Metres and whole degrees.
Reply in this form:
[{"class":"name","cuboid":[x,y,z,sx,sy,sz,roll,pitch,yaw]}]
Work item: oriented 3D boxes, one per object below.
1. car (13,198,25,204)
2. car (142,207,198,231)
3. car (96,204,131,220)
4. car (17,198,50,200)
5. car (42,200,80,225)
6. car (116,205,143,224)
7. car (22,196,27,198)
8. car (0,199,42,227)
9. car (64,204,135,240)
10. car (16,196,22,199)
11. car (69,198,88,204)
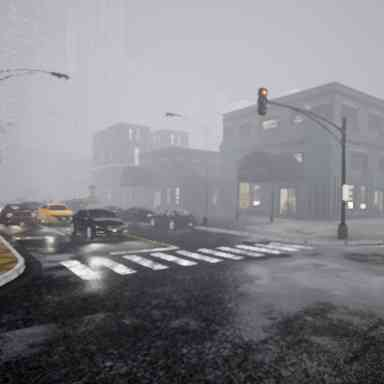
[{"class":"car","cuboid":[-43.130,2.176,82.882,2.008,1.369,4.403,1,-1,-35]},{"class":"car","cuboid":[-1.340,1.819,22.839,2.008,1.369,4.403,1,-1,-35]},{"class":"car","cuboid":[-7.587,1.903,31.847,1.802,1.307,4.206,1,-1,-35]},{"class":"car","cuboid":[-16.579,1.688,34.462,1.882,1.535,5.008,2,-1,-35]},{"class":"car","cuboid":[-10.505,1.636,25.683,1.882,1.535,5.008,2,-1,-35]},{"class":"car","cuboid":[-4.464,1.860,27.344,1.947,1.339,4.313,1,-1,-35]},{"class":"car","cuboid":[-33.737,2.068,69.336,1.752,1.417,4.829,1,-1,-35]},{"class":"car","cuboid":[-12.163,1.526,23.295,1.967,1.590,4.097,1,-1,-35]},{"class":"car","cuboid":[-5.087,1.617,17.857,1.837,1.490,4.892,2,-1,-35]},{"class":"car","cuboid":[-39.963,1.912,78.324,2.192,1.841,5.009,1,-1,-35]},{"class":"car","cuboid":[-14.592,1.694,41.879,2.192,1.841,5.009,1,-1,-35]}]
